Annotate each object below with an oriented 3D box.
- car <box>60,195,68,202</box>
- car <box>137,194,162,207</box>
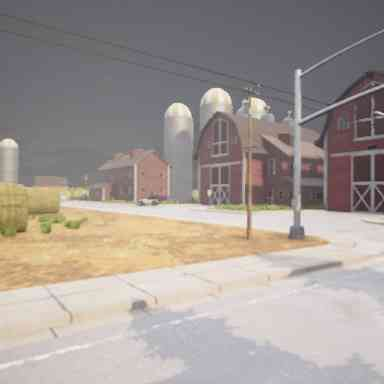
[{"bbox_3d":[-32.199,1.536,82.416,1.812,1.442,4.674,1,0,-37],"label":"car"},{"bbox_3d":[-7.031,1.363,55.480,3.866,1.878,1.905,-1,5,11],"label":"car"}]
